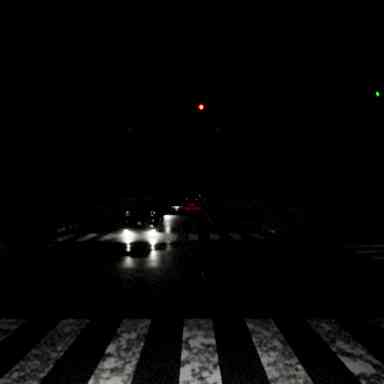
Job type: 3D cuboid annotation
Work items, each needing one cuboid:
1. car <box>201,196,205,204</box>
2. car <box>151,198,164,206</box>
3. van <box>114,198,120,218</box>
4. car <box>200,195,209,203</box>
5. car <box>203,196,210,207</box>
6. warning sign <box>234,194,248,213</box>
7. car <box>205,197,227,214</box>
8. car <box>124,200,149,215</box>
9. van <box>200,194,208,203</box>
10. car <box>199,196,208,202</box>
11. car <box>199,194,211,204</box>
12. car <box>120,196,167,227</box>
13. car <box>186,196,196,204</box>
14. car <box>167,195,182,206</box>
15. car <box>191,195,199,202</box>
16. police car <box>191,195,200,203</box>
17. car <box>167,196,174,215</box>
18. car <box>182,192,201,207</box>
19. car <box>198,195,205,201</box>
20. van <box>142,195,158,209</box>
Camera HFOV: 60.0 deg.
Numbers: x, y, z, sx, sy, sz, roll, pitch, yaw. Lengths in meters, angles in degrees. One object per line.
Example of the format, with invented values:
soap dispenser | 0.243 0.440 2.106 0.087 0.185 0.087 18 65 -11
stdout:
car | 2.684 1.595 46.553 1.887 1.381 4.507 0 0 0
car | -5.887 1.648 57.603 1.802 1.307 4.206 0 0 0
van | -5.838 1.369 29.979 1.690 1.788 3.998 0 0 0
car | 2.671 1.584 52.248 1.752 1.417 4.829 0 0 0
car | 2.696 1.587 41.027 1.887 1.381 4.507 0 0 0
warning sign | 5.005 1.148 34.122 1.300 1.860 1.060 0 0 0
car | 2.708 1.579 35.502 1.887 1.381 4.507 0 0 0
car | -5.847 1.579 35.504 1.887 1.381 4.507 0 0 0
van | 2.623 1.432 74.180 1.690 1.788 3.998 0 0 0
car | 2.612 1.650 79.705 2.008 1.369 4.403 0 0 0
car | 2.635 1.398 68.655 2.192 1.841 5.009 0 0 0
car | -3.208 1.372 22.935 2.097 1.767 4.553 0 0 2
car | -0.125 1.581 64.379 1.837 1.490 4.892 0 0 0
car | -3.135 1.612 55.990 2.033 1.411 5.357 0 0 0
car | 0.737 1.562 84.307 1.801 1.575 5.366 0 0 0
police car | 0.756 1.516 74.227 1.930 1.638 5.238 0 0 0
car | -3.166 1.537 34.791 1.837 1.490 4.892 0 0 0
car | -0.058 1.282 53.847 2.150 2.045 5.566 0 0 0
car | 2.588 1.556 90.757 1.967 1.590 4.097 0 0 0
van | -5.868 1.391 46.553 1.690 1.788 3.998 0 0 0
